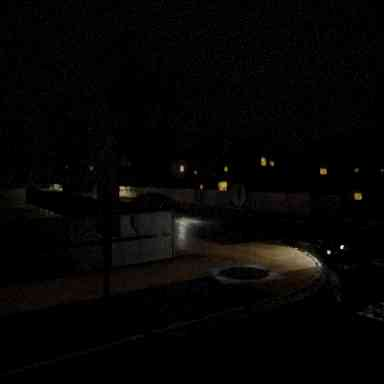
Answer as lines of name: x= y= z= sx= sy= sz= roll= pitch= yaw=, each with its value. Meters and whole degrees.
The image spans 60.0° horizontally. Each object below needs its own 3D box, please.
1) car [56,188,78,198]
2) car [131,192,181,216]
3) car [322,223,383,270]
car: x=-16.589 y=0.150 z=43.907 sx=2.033 sy=1.411 sz=5.357 roll=-1 pitch=2 yaw=-34
car: x=-2.671 y=0.816 z=23.834 sx=1.882 sy=1.535 sz=5.008 roll=-1 pitch=2 yaw=-35
car: x=6.802 y=1.473 z=9.787 sx=5.357 sy=1.411 sz=2.033 roll=1 pitch=2 yaw=5
